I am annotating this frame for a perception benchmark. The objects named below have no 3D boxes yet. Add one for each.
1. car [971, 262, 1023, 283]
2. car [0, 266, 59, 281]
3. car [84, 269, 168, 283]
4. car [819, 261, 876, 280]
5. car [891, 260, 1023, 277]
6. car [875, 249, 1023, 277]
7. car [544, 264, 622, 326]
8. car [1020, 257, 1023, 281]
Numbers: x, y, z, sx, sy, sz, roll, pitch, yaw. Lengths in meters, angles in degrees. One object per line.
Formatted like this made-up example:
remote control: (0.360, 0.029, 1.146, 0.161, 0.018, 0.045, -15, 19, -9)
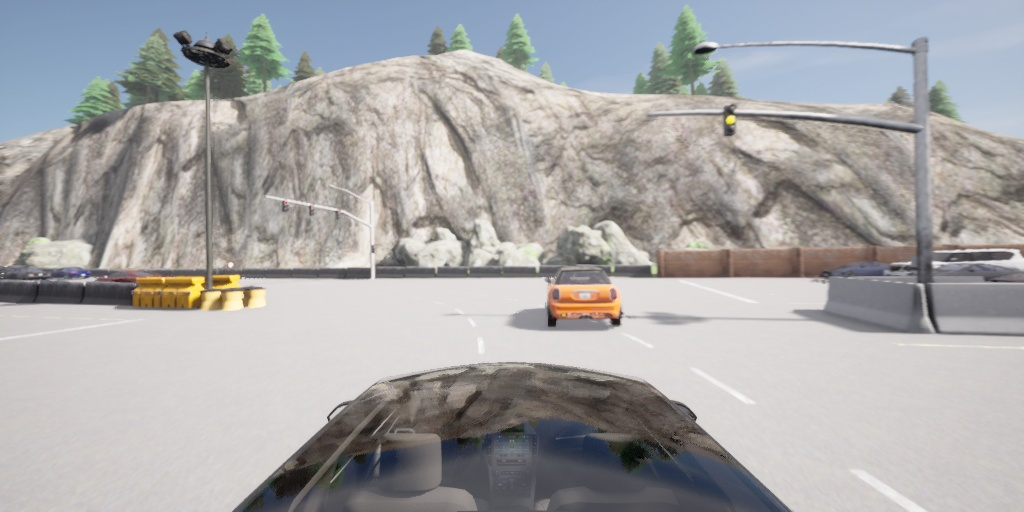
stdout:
car: (21.371, 1.018, 13.745, 4.181, 1.385, 1.994, -1, 0, 13)
car: (-51.374, 2.002, 37.796, 5.357, 1.411, 2.033, 0, 0, 13)
car: (-26.313, 1.715, 24.742, 5.008, 1.535, 1.882, -1, 0, 13)
car: (23.373, 1.035, 24.053, 4.181, 1.385, 1.994, -1, 0, 13)
car: (21.742, 1.029, 17.250, 4.181, 1.385, 1.994, -1, 0, 13)
car: (24.760, 0.651, 20.146, 5.566, 2.045, 2.150, -1, 0, 13)
car: (2.174, 1.114, 11.913, 2.097, 1.767, 4.553, -1, 0, 5)
car: (34.654, 0.779, 21.457, 4.892, 1.490, 1.837, -1, 0, 13)
